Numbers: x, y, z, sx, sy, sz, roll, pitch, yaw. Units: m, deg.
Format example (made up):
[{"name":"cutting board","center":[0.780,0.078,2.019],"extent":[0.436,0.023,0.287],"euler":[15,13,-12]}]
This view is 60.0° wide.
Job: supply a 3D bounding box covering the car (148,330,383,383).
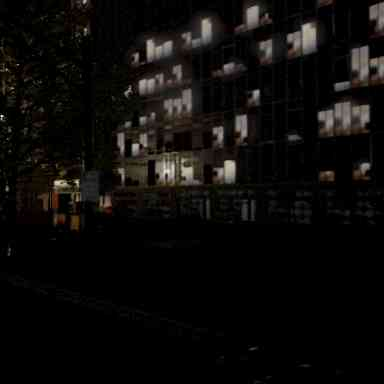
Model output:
[{"name":"car","center":[1.481,1.565,1.823],"extent":[4.313,1.339,1.947],"euler":[0,0,36]}]
